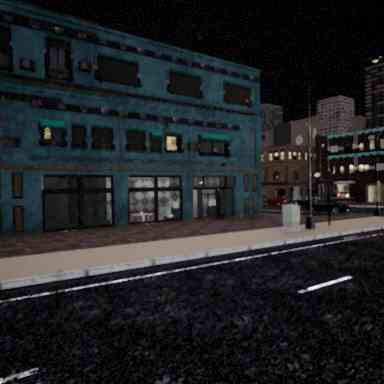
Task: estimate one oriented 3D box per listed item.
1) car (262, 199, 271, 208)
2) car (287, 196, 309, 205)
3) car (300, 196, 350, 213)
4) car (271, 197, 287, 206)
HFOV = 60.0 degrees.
[{"bbox_3d":[8.169,1.290,46.347,2.097,1.767,4.553,-2,0,-35],"label":"car"},{"bbox_3d":[15.842,1.296,45.510,2.008,1.369,4.403,-2,1,-35],"label":"car"},{"bbox_3d":[13.726,1.412,33.789,1.947,1.339,4.313,-2,1,-35],"label":"car"},{"bbox_3d":[12.645,1.390,50.029,1.802,1.307,4.206,-2,1,-35],"label":"car"}]
